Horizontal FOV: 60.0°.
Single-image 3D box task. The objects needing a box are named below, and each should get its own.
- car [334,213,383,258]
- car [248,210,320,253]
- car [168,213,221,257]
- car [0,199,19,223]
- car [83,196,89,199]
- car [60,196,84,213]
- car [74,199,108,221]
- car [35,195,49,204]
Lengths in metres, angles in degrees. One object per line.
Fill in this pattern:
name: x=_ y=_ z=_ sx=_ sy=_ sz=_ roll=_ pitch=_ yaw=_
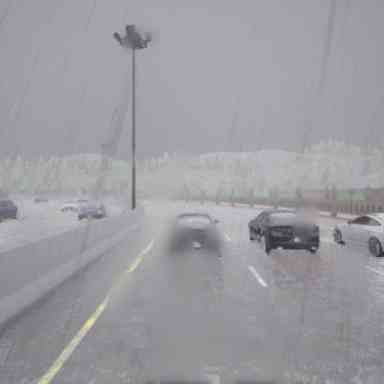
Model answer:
car: x=7.084 y=1.525 z=12.565 sx=1.812 sy=1.442 sz=4.674 roll=0 pitch=0 yaw=0
car: x=3.579 y=1.477 z=13.745 sx=1.882 sy=1.535 sz=5.008 roll=0 pitch=0 yaw=0
car: x=0.086 y=1.525 z=12.891 sx=1.812 sy=1.442 sz=4.674 roll=0 pitch=0 yaw=0
car: x=-14.759 y=1.351 z=24.797 sx=2.097 sy=1.767 sz=4.553 roll=0 pitch=0 yaw=-7
car: x=-21.565 y=1.475 z=65.582 sx=1.882 sy=1.535 sz=5.008 roll=0 pitch=0 yaw=-31
car: x=-13.295 y=1.525 z=36.733 sx=1.812 sy=1.442 sz=4.674 roll=0 pitch=0 yaw=-14
car: x=-7.967 y=1.525 z=27.090 sx=1.812 sy=1.442 sz=4.674 roll=0 pitch=0 yaw=-8
car: x=-28.909 y=1.436 z=64.048 sx=1.837 sy=1.490 sz=4.892 roll=0 pitch=0 yaw=-34
